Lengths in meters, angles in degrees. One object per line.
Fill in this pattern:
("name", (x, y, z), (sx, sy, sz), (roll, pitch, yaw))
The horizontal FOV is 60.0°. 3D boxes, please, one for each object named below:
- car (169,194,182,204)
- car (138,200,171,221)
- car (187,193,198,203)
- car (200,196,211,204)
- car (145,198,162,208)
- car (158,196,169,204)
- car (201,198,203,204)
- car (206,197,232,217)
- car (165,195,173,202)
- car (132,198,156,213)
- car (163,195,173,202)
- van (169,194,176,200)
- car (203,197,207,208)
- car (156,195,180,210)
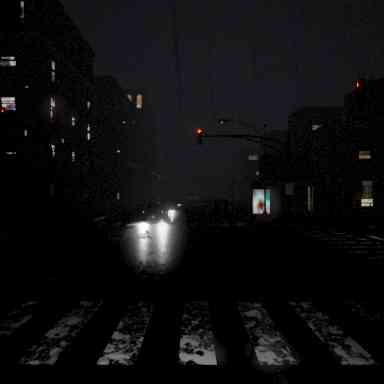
("car", (-2.967, 1.586, 63.753), (2.033, 1.411, 5.357), (0, 0, 0))
("car", (-3.021, 1.604, 27.466), (1.895, 1.301, 4.718), (0, 0, -2))
("car", (0.137, 1.269, 70.537), (2.150, 2.045, 5.566), (0, 0, 0))
("car", (2.733, 1.592, 66.005), (2.008, 1.369, 4.403), (-1, 0, 0))
("car", (-5.660, 1.572, 48.908), (2.008, 1.369, 4.403), (0, 0, 0))
("car", (-5.648, 1.566, 65.828), (1.752, 1.417, 4.829), (0, 0, 0))
("car", (2.720, 1.572, 48.915), (2.008, 1.369, 4.403), (0, 0, 0))
("car", (2.707, 1.446, 31.824), (1.967, 1.590, 4.097), (0, 0, 0))
("car", (-5.636, 1.593, 82.917), (1.752, 1.417, 4.829), (-1, 0, 0))
("car", (-5.669, 1.561, 37.515), (2.008, 1.369, 4.403), (0, 0, 0))
("car", (-5.641, 1.498, 77.391), (1.967, 1.590, 4.097), (0, 0, 0))
("van", (-5.629, 1.431, 94.481), (1.690, 1.788, 3.998), (-1, 0, 0))
("car", (2.716, 1.598, 43.218), (1.802, 1.307, 4.206), (0, 0, 0))
("car", (-3.064, 1.509, 43.701), (2.128, 1.511, 4.902), (0, 0, 0))
